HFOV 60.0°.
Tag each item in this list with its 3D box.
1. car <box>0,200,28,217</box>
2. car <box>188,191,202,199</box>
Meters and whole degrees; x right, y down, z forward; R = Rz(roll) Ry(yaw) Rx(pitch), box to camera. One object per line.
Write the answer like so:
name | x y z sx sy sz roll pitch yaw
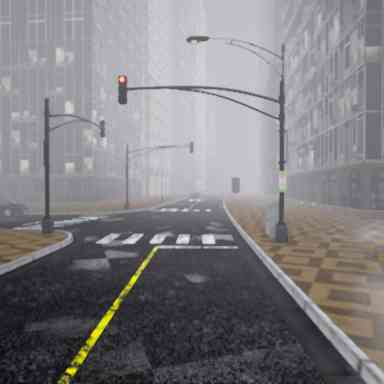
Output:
car | -16.424 1.365 28.691 4.403 1.369 2.008 -1 2 10
car | 0.546 0.549 57.395 1.994 1.385 4.181 0 2 7
